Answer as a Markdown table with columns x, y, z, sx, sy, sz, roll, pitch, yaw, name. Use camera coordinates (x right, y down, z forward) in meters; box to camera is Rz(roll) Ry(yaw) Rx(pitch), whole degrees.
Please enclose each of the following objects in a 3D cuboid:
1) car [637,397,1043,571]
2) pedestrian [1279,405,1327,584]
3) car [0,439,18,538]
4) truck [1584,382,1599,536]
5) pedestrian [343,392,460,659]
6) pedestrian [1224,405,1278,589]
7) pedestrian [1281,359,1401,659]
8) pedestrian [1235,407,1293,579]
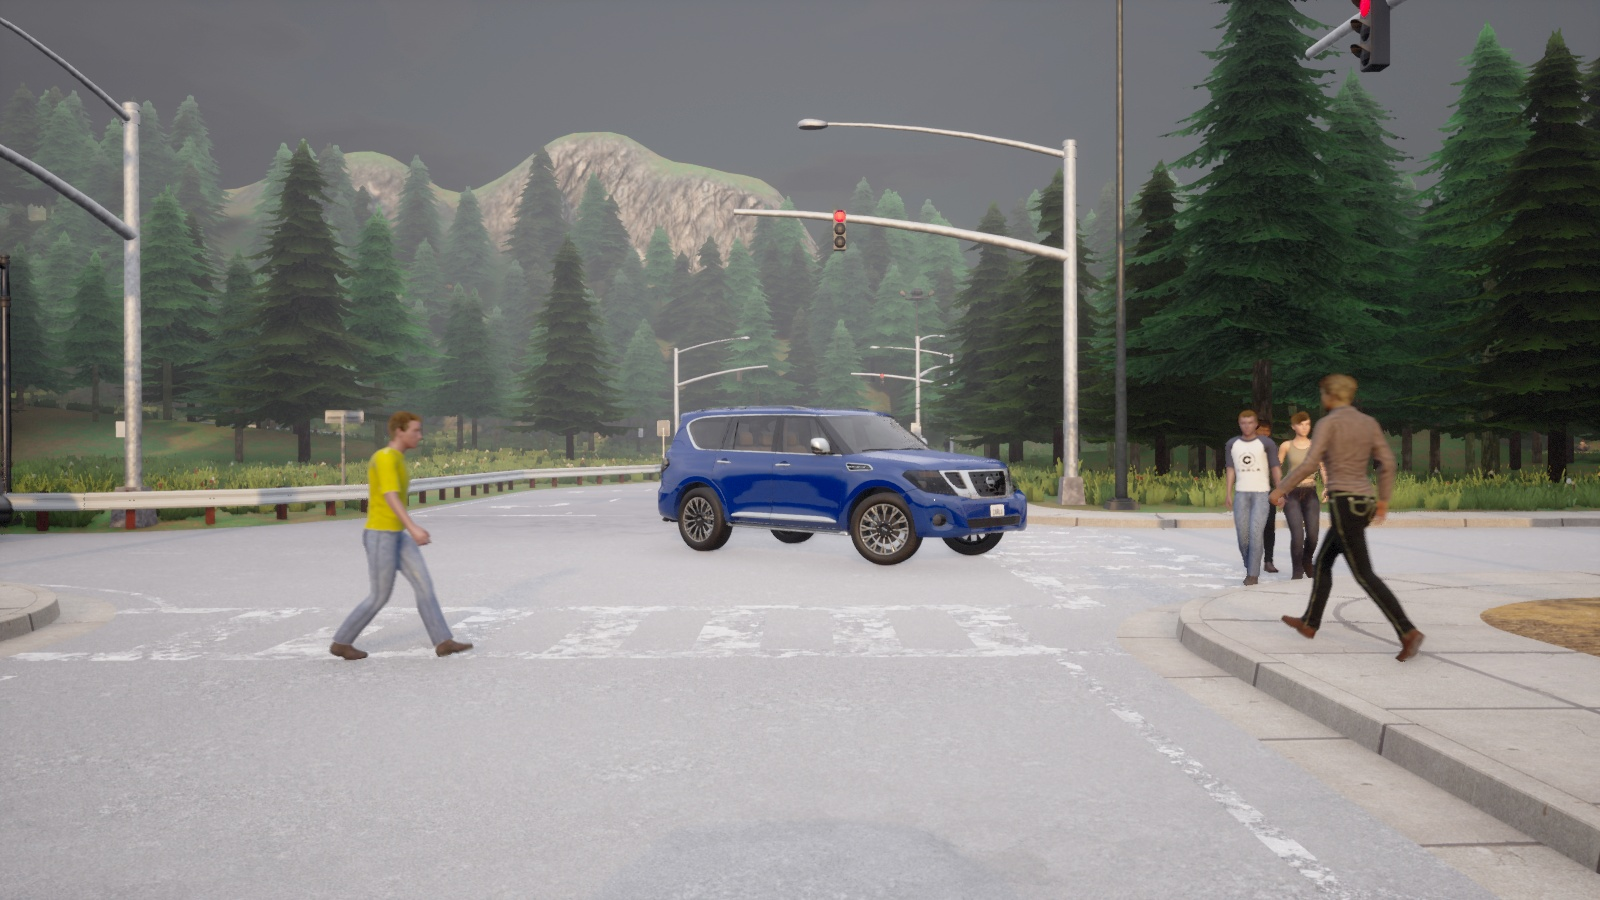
| x | y | z | sx | sy | sz | roll | pitch | yaw | name |
| --- | --- | --- | --- | --- | --- | --- | --- | --- | --- |
| 0.378 | 0.397 | 17.443 | 5.566 | 2.045 | 2.150 | 0 | 0 | 42 | car |
| 5.257 | 0.453 | 13.134 | 0.345 | 1.836 | 0.594 | 0 | 0 | 9 | pedestrian |
| -14.963 | 0.635 | 19.871 | 3.988 | 1.617 | 1.851 | 0 | 0 | -2 | car |
| 15.399 | 0.143 | 19.160 | 5.204 | 2.467 | 2.627 | 0 | 0 | 1 | truck |
| -2.795 | 0.521 | 8.839 | 0.706 | 1.836 | 0.354 | 0 | 0 | -2 | pedestrian |
| 4.669 | 0.469 | 12.977 | 0.354 | 1.836 | 0.706 | 0 | 0 | 35 | pedestrian |
| 3.475 | 0.362 | 8.090 | 0.331 | 1.846 | 0.634 | 0 | 0 | -29 | pedestrian |
| 5.398 | 0.483 | 14.638 | 0.423 | 1.949 | 0.788 | 0 | 0 | 4 | pedestrian |
